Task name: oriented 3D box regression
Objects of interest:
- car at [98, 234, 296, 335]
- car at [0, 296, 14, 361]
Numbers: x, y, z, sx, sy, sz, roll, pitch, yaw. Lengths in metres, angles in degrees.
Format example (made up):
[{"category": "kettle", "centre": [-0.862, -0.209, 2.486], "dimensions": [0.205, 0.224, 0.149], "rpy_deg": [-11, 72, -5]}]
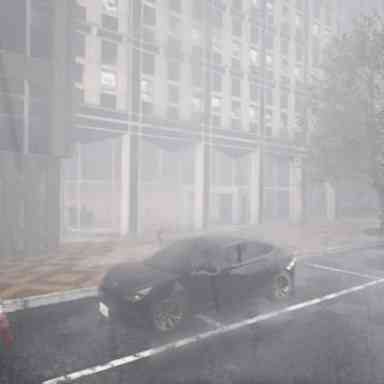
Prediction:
[{"category": "car", "centre": [0.323, 1.585, 6.778], "dimensions": [4.313, 1.339, 1.947], "rpy_deg": [0, 1, -35]}, {"category": "car", "centre": [-4.280, 1.433, 3.491], "dimensions": [4.097, 1.590, 1.967], "rpy_deg": [0, 1, -35]}]
